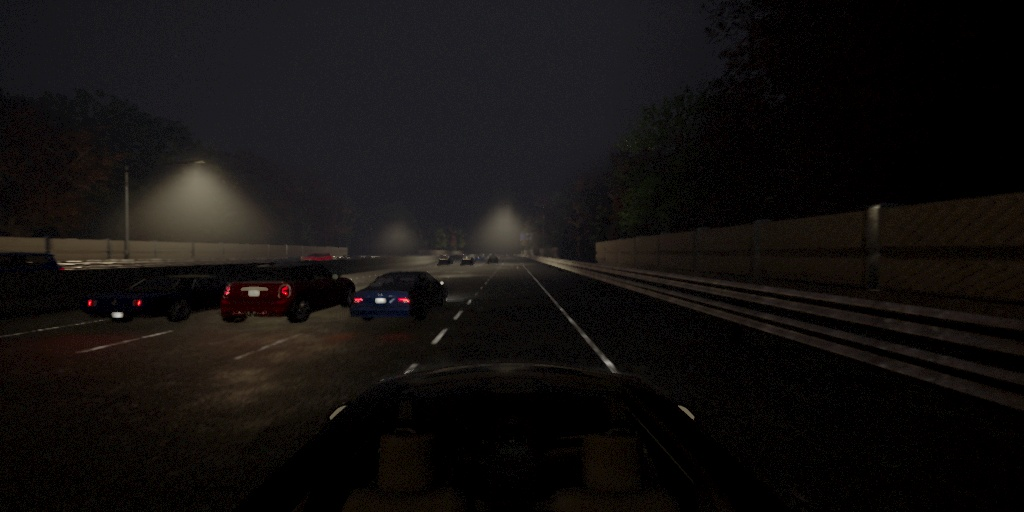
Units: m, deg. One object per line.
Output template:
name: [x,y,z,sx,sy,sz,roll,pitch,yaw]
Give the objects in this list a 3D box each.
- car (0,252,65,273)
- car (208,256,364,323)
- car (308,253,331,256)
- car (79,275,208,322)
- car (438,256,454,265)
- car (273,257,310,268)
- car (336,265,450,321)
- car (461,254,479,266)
car: [-21.049,0.865,13.669,2.150,2.045,5.566,0,0,1]
car: [-6.990,1.010,11.846,2.097,1.767,4.553,0,1,0]
car: [-27.985,0.522,51.634,2.150,2.045,5.566,0,0,1]
car: [-10.489,1.260,11.762,1.895,1.301,4.718,0,1,0]
car: [-10.459,0.746,56.958,2.128,1.511,4.902,0,1,0]
car: [-31.476,0.851,51.383,2.033,1.411,5.357,0,1,0]
car: [-3.493,1.205,12.031,2.033,1.411,5.357,0,1,0]
car: [-6.960,0.746,57.046,2.128,1.511,4.902,0,1,0]
